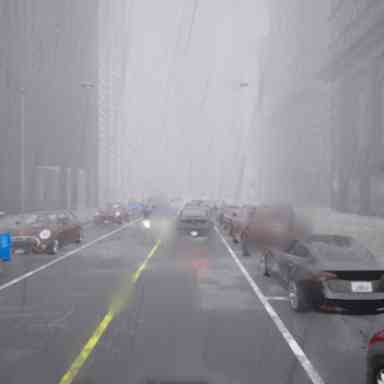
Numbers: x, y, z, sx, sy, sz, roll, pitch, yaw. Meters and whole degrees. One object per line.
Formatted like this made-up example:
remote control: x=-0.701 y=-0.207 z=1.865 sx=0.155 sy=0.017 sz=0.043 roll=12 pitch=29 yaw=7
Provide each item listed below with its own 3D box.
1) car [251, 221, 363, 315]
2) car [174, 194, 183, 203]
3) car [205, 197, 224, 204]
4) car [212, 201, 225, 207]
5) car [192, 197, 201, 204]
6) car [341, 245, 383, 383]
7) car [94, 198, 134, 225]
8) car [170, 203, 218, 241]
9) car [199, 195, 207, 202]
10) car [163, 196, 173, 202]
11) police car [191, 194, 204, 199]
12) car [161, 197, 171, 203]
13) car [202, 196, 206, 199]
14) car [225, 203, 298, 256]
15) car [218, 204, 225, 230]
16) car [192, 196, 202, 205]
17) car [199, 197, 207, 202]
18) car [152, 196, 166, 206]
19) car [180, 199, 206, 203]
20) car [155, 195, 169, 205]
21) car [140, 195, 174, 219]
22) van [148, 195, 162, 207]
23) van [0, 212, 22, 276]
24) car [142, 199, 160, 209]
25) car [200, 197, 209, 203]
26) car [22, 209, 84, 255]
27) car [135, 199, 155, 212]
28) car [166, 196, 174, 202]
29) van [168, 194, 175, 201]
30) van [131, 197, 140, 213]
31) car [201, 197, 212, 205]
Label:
car: x=2.760 y=1.583 z=7.488 sx=1.947 sy=1.339 sz=4.313 roll=0 pitch=0 yaw=0
car: x=-3.012 y=1.363 z=71.033 sx=2.150 sy=2.045 sz=5.566 roll=0 pitch=0 yaw=0
car: x=2.754 y=1.521 z=35.669 sx=1.967 sy=1.590 sz=4.097 roll=0 pitch=0 yaw=0
car: x=2.757 y=1.621 z=24.397 sx=1.947 sy=1.339 sz=4.313 roll=0 pitch=0 yaw=0
car: x=0.889 y=1.693 z=68.549 sx=1.812 sy=1.442 sz=4.674 roll=0 pitch=0 yaw=0
car: x=2.761 y=1.445 z=1.851 sx=1.967 sy=1.590 sz=4.097 roll=0 pitch=0 yaw=0
car: x=-5.769 y=1.495 z=24.387 sx=1.967 sy=1.590 sz=4.097 roll=0 pitch=0 yaw=0
car: x=0.095 y=1.542 z=16.747 sx=1.837 sy=1.490 sz=4.892 roll=0 pitch=0 yaw=0
car: x=2.744 y=1.658 z=86.396 sx=1.967 sy=1.590 sz=4.097 roll=0 pitch=0 yaw=0
car: x=-5.779 y=1.752 z=80.752 sx=2.008 sy=1.369 sz=4.403 roll=0 pitch=0 yaw=0
police car: x=0.892 y=1.549 z=52.659 sx=1.930 sy=1.638 sz=5.238 roll=0 pitch=0 yaw=0
car: x=-5.778 y=1.751 z=75.116 sx=1.947 sy=1.339 sz=4.313 roll=0 pitch=0 yaw=0
car: x=2.752 y=1.674 z=46.941 sx=1.947 sy=1.339 sz=4.313 roll=0 pitch=0 yaw=0
car: x=2.758 y=1.345 z=13.125 sx=2.192 sy=1.841 sz=5.009 roll=0 pitch=0 yaw=0
car: x=2.758 y=1.587 z=18.761 sx=1.887 sy=1.381 sz=4.507 roll=0 pitch=0 yaw=0
car: x=0.890 y=1.628 z=62.549 sx=1.882 sy=1.535 sz=5.008 roll=0 pitch=0 yaw=0
car: x=2.746 y=1.783 z=80.760 sx=1.802 sy=1.307 sz=4.206 roll=0 pitch=0 yaw=0
car: x=-5.775 y=1.579 z=58.206 sx=1.967 sy=1.590 sz=4.097 roll=0 pitch=0 yaw=0
car: x=0.093 y=1.638 z=32.615 sx=1.994 sy=1.385 sz=4.181 roll=0 pitch=0 yaw=0
car: x=-5.777 y=1.469 z=63.844 sx=2.192 sy=1.841 sz=5.009 roll=0 pitch=0 yaw=0
car: x=-3.103 y=1.291 z=30.687 sx=2.150 sy=2.045 sz=5.566 roll=0 pitch=0 yaw=0
van: x=-5.775 y=1.465 z=52.570 sx=1.690 sy=1.788 sz=3.998 roll=0 pitch=0 yaw=0
van: x=-5.766 y=1.358 z=7.477 sx=1.690 sy=1.788 sz=3.998 roll=0 pitch=0 yaw=0
car: x=-5.773 y=1.659 z=46.933 sx=2.008 sy=1.369 sz=4.403 roll=0 pitch=0 yaw=0
car: x=2.747 y=1.767 z=75.123 sx=1.802 sy=1.307 sz=4.206 roll=0 pitch=0 yaw=0
car: x=-5.767 y=1.470 z=13.114 sx=1.967 sy=1.590 sz=4.097 roll=0 pitch=0 yaw=0
car: x=-5.772 y=1.619 z=41.127 sx=1.752 sy=1.417 sz=4.829 roll=0 pitch=0 yaw=0
car: x=-5.780 y=1.800 z=86.390 sx=1.802 sy=1.307 sz=4.206 roll=0 pitch=0 yaw=0
van: x=-5.782 y=1.577 z=92.027 sx=1.690 sy=1.788 sz=3.998 roll=0 pitch=0 yaw=0
van: x=-5.771 y=1.422 z=35.660 sx=1.690 sy=1.788 sz=3.998 roll=0 pitch=0 yaw=0
car: x=2.749 y=1.736 z=63.850 sx=1.802 sy=1.307 sz=4.206 roll=0 pitch=0 yaw=0
